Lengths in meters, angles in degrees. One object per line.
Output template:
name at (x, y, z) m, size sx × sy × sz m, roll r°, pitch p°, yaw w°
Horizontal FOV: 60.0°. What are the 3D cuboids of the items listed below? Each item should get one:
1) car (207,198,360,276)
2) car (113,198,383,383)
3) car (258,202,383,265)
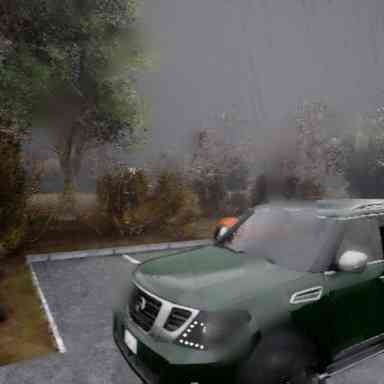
car at (2.656, 1.167, 10.824) m, size 2.185 × 1.767 × 4.553 m, roll 0°, pitch 1°, yaw -31°
car at (1.771, 1.143, 4.742) m, size 5.566 × 2.045 × 2.150 m, roll 0°, pitch 1°, yaw -30°
car at (4.957, 1.286, 12.236) m, size 2.097 × 1.535 × 5.008 m, roll 0°, pitch 1°, yaw -31°
